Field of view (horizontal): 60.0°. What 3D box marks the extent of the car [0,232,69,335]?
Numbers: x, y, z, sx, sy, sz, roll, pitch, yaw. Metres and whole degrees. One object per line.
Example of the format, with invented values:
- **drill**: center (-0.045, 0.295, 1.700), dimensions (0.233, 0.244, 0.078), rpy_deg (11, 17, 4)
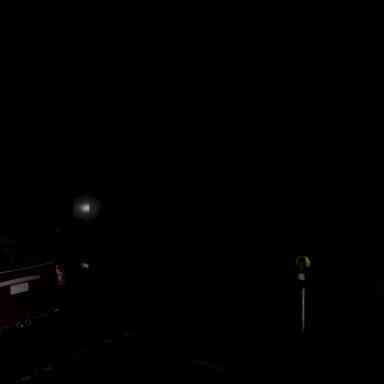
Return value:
- **car**: center (-4.109, 1.440, 6.012), dimensions (4.097, 1.590, 1.967), rpy_deg (0, 0, 36)
